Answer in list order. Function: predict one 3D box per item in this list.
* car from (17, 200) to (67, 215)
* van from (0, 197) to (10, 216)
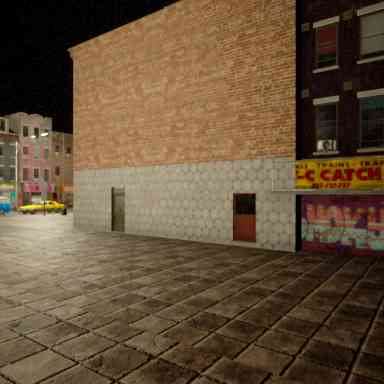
[{"bbox_3d":[-15.331,1.517,34.184,1.752,1.417,4.829,0,0,36],"label":"car"},{"bbox_3d":[-18.511,1.337,29.768,1.690,1.788,3.998,0,0,36],"label":"van"}]
